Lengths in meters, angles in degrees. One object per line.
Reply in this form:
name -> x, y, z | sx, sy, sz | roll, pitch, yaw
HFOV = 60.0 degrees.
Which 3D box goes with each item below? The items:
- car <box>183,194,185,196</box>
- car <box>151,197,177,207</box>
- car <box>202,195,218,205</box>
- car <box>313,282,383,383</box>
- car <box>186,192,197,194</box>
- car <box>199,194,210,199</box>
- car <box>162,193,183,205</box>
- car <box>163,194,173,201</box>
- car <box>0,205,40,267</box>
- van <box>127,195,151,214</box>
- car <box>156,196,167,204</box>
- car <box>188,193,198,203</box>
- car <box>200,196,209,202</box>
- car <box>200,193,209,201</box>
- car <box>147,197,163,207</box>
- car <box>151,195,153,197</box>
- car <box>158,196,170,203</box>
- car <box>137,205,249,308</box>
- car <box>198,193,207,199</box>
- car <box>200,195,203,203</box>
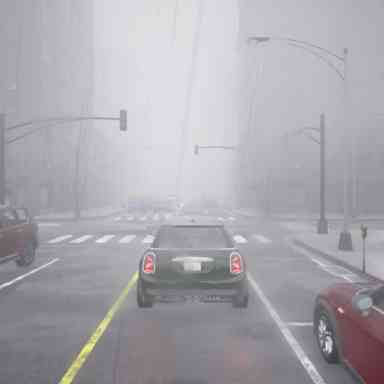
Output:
car -> -2.902, 1.589, 68.085 | 1.895, 1.301, 4.718 | 0, 0, 0
car -> -3.049, 1.542, 36.060 | 2.033, 1.411, 5.357 | 0, 0, 0
car -> 2.735, 1.519, 46.979 | 1.752, 1.417, 4.829 | 0, 0, 0
car -> 2.672, 1.440, 3.148 | 1.967, 1.590, 4.097 | 0, 0, 0
car -> 0.110, 1.360, 76.595 | 1.812, 1.442, 4.674 | 0, 0, 0
car -> 2.751, 1.556, 57.998 | 1.947, 1.339, 4.313 | 0, 0, 0
car -> -3.021, 1.215, 51.287 | 2.150, 2.045, 5.566 | 0, 0, 0
car -> -5.742, 1.300, 80.372 | 2.192, 1.841, 5.009 | 0, 0, 0
car -> -5.846, 1.314, 8.658 | 2.192, 1.841, 5.009 | 0, 0, 0
van -> -5.807, 1.336, 35.606 | 1.690, 1.788, 3.998 | 0, 0, 0
car -> -5.767, 1.514, 63.415 | 1.752, 1.417, 4.829 | 0, 0, 0
car -> 0.150, 1.514, 66.629 | 1.812, 1.442, 4.674 | 0, 0, 0
car -> 2.776, 1.568, 74.781 | 1.802, 1.307, 4.206 | 0, 0, 0
car -> 3.125, 1.208, 86.603 | 2.150, 2.045, 5.566 | 0, 0, 0
car -> -5.783, 1.536, 52.394 | 1.887, 1.381, 4.507 | 0, 0, 0
car -> -5.799, 1.309, 41.202 | 2.192, 1.841, 5.009 | 0, 0, 0
car -> -5.758, 1.538, 69.181 | 2.008, 1.369, 4.403 | 0, 0, 0
car -> 0.021, 1.352, 8.076 | 2.097, 1.767, 4.553 | 0, 0, 0
car -> 2.759, 1.304, 63.592 | 2.192, 1.841, 5.009 | 0, 0, 0
car -> 2.743, 1.543, 52.404 | 2.008, 1.369, 4.403 | 0, 0, 0
